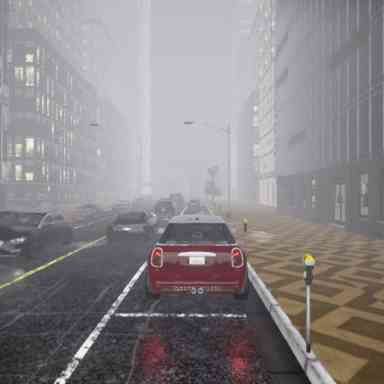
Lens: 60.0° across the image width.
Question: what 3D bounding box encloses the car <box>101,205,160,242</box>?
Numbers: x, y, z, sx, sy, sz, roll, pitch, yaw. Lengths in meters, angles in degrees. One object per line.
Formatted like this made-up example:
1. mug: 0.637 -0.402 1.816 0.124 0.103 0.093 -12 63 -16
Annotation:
1. car: -2.755 1.561 16.237 1.994 1.385 4.181 0 0 1

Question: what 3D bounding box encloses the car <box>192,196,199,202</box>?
1. car: 0.844 1.531 78.360 1.802 1.307 4.206 0 0 1

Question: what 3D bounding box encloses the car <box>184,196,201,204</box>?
1. car: 0.291 1.547 44.213 1.947 1.339 4.313 0 0 1

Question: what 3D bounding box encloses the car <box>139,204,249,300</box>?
1. car: 0.134 1.352 8.582 2.097 1.767 4.553 0 0 1

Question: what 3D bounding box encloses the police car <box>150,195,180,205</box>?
1. police car: -2.581 1.413 33.173 1.930 1.638 5.238 0 0 1

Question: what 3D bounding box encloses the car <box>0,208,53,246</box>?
1. car: -8.549 1.563 15.905 1.947 1.339 4.313 0 0 1

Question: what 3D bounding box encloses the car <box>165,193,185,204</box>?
1. car: -2.247 1.200 48.326 2.150 2.045 5.566 0 0 0

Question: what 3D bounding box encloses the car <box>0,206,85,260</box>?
1. car: -6.018 1.490 12.441 2.128 1.511 4.902 0 0 1

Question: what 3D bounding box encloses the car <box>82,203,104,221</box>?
1. car: -8.364 1.574 27.286 1.802 1.307 4.206 0 0 1

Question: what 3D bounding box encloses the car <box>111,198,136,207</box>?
1. car: -8.180 1.536 38.670 2.008 1.369 4.403 0 0 1

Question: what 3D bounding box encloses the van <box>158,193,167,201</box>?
1. van: -7.441 1.283 84.202 1.690 1.788 3.998 0 0 1

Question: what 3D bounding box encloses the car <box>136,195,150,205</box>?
1. car: -7.996 1.521 50.053 1.887 1.381 4.507 0 0 1

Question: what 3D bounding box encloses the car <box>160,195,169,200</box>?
1. car: -7.350 1.502 89.894 1.947 1.339 4.313 0 0 1

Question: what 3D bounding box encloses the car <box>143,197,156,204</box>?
1. car: -7.811 1.549 61.437 1.802 1.307 4.206 0 0 1
